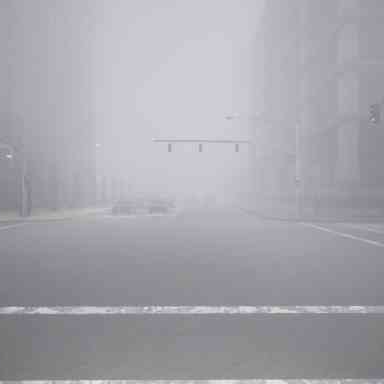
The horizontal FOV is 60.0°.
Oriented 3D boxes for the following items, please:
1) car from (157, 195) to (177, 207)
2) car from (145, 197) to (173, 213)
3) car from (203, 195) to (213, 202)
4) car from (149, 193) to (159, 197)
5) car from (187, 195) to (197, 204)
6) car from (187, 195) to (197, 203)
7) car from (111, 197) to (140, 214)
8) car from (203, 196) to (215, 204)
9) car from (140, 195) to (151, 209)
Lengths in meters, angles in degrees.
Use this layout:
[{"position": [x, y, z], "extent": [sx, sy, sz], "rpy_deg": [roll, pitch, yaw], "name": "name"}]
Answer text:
[{"position": [-3.590, 1.478, 48.784], "extent": [1.882, 1.535, 5.008], "rpy_deg": [0, 0, 0], "name": "car"}, {"position": [-3.595, 1.547, 37.082], "extent": [2.033, 1.411, 5.357], "rpy_deg": [0, 0, 0], "name": "car"}, {"position": [3.511, 1.507, 73.695], "extent": [1.812, 1.442, 4.674], "rpy_deg": [0, 0, 0], "name": "car"}, {"position": [-7.056, 1.223, 61.199], "extent": [2.150, 2.045, 5.566], "rpy_deg": [0, 0, 0], "name": "car"}, {"position": [0.009, 1.491, 64.309], "extent": [2.128, 1.511, 4.902], "rpy_deg": [0, 0, 0], "name": "car"}, {"position": [0.011, 1.508, 73.696], "extent": [2.128, 1.511, 4.902], "rpy_deg": [0, 0, 0], "name": "car"}, {"position": [-7.095, 1.505, 34.913], "extent": [1.837, 1.490, 4.892], "rpy_deg": [0, 0, 0], "name": "car"}, {"position": [3.510, 1.491, 64.620], "extent": [2.128, 1.511, 4.902], "rpy_deg": [0, 0, 0], "name": "car"}, {"position": [-7.091, 1.503, 44.519], "extent": [1.837, 1.490, 4.892], "rpy_deg": [0, 1, 0], "name": "car"}]
